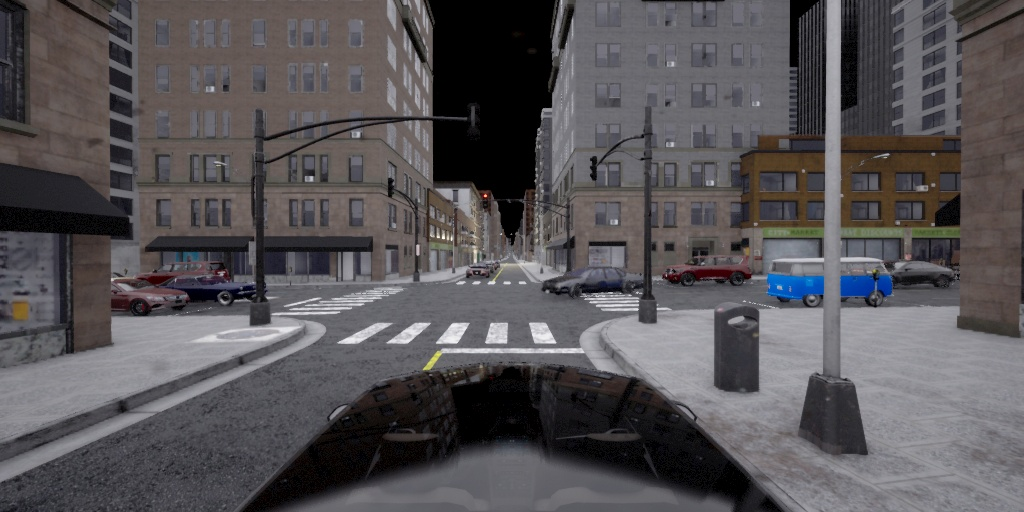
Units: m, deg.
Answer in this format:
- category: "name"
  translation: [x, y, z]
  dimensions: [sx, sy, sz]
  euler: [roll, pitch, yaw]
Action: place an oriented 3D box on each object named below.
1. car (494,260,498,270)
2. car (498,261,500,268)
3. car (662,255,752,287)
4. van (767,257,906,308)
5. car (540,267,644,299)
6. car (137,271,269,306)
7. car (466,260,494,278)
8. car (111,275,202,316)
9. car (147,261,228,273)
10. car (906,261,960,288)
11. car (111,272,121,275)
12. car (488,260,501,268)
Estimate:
- category: "car"
  translation: [-3.092, 1.253, 42.622]
  dimensions: [2.128, 1.511, 4.902]
  euler: [0, 0, 0]
- category: "car"
  translation: [-3.080, 1.298, 51.755]
  dimensions: [1.812, 1.442, 4.674]
  euler: [0, 0, 0]
- category: "car"
  translation: [12.097, 0.871, 22.286]
  dimensions: [5.009, 1.841, 2.192]
  euler: [0, 0, 0]
- category: "van"
  translation: [12.118, 0.957, 13.761]
  dimensions: [3.998, 1.789, 1.690]
  euler: [0, 0, 0]
- category: "car"
  translation: [4.125, 1.250, 18.013]
  dimensions: [5.357, 1.411, 2.033]
  euler: [-1, 0, -22]
- category: "car"
  translation: [-13.954, 1.517, 16.360]
  dimensions: [4.718, 1.301, 1.895]
  euler: [-1, 0, 0]
- category: "car"
  translation: [-3.085, 1.318, 33.636]
  dimensions: [1.994, 1.385, 4.181]
  euler: [0, 0, 1]
- category: "car"
  translation: [-14.818, 1.527, 13.695]
  dimensions: [4.207, 1.307, 1.802]
  euler: [0, 0, 0]
- category: "car"
  translation: [-20.344, 1.269, 22.207]
  dimensions: [5.009, 1.841, 2.192]
  euler: [0, 0, 0]
- category: "car"
  translation: [21.262, 0.988, 19.641]
  dimensions: [4.674, 1.442, 1.812]
  euler: [0, 0, 0]
- category: "car"
  translation: [-26.019, 1.550, 22.193]
  dimensions: [4.829, 1.417, 1.751]
  euler: [0, 0, 0]
- category: "car"
  translation: [-3.055, 1.352, 61.801]
  dimensions: [1.994, 1.385, 4.181]
  euler: [0, 0, 1]
